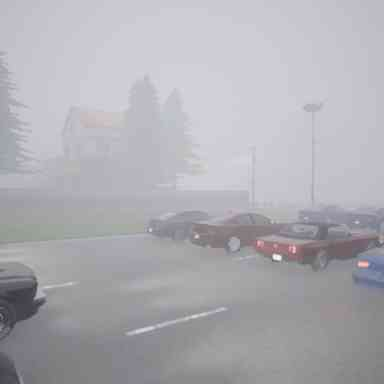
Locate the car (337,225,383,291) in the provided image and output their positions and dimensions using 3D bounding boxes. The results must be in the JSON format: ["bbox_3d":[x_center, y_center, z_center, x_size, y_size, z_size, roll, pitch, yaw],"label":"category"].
[{"bbox_3d":[6.015,1.607,8.045,5.357,1.411,2.033,0,0,-36],"label":"car"}]

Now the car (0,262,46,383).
[{"bbox_3d":[-3.373,1.479,1.355,4.902,1.511,2.128,0,0,-35],"label":"car"}]

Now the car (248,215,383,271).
[{"bbox_3d":[4.341,1.663,11.162,4.718,1.301,1.895,0,0,-35],"label":"car"}]

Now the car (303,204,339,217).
[{"bbox_3d":[9.595,1.612,23.513,5.008,1.535,1.882,0,0,-36],"label":"car"}]

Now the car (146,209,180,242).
[{"bbox_3d":[-0.031,1.585,16.638,4.674,1.442,1.812,0,0,-36],"label":"car"}]

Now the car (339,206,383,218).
[{"bbox_3d":[11.513,1.612,20.582,5.008,1.535,1.882,0,0,-36],"label":"car"}]

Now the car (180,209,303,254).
[{"bbox_3d":[2.197,1.539,13.931,5.008,1.535,1.882,1,0,-35],"label":"car"}]

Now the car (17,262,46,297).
[{"bbox_3d":[-4.727,1.593,4.780,4.718,1.301,1.895,0,0,-35],"label":"car"}]
